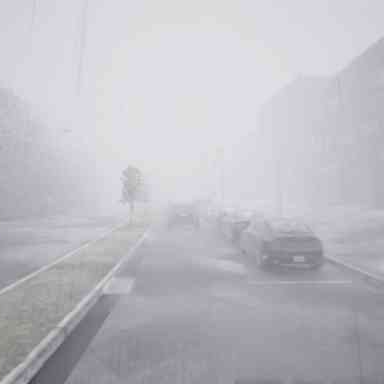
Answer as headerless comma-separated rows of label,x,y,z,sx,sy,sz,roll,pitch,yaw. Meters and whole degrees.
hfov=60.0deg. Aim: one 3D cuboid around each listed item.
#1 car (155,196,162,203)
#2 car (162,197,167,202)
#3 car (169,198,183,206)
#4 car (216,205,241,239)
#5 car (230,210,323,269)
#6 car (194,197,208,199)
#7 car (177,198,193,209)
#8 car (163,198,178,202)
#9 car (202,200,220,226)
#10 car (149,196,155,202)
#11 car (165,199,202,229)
car,-7.077,2.007,83.064,2.097,1.535,5.008,0,0,-15
car,-4.729,2.012,73.757,2.163,1.488,4.792,0,0,-12
car,-3.231,1.955,66.877,1.946,1.575,5.366,0,0,-11
car,2.683,1.650,17.097,2.097,1.535,5.008,0,-1,-2
car,2.883,1.598,11.538,2.231,1.521,4.892,0,-1,-1
car,0.453,1.865,44.843,2.231,1.521,4.892,0,0,-6
car,-1.206,1.912,56.046,1.946,1.575,5.366,0,0,-9
car,-2.192,1.847,41.404,2.128,1.511,4.902,0,0,-7
car,2.068,1.749,28.401,1.946,1.575,5.366,0,0,-3
car,-9.974,2.023,93.668,2.231,1.521,4.892,0,0,-15
car,-0.659,1.582,23.764,2.097,1.767,4.553,0,0,-3
